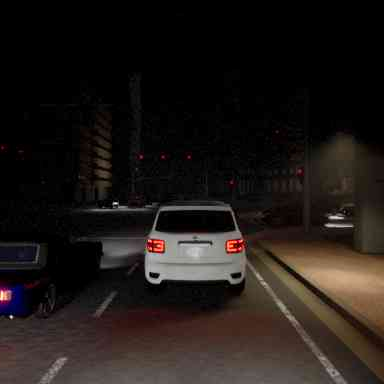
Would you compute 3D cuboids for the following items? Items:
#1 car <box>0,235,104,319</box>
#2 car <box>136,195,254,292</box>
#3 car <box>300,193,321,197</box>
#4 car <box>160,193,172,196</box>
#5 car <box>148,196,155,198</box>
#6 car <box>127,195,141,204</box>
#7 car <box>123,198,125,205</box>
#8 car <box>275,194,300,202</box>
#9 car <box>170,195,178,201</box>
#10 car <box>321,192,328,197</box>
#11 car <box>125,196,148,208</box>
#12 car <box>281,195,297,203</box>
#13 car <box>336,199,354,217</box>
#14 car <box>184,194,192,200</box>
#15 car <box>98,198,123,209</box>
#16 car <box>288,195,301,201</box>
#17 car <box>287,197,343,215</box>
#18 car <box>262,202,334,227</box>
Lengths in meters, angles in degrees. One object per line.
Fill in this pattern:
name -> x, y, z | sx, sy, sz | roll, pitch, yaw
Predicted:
car -> -3.419, 1.601, 7.304 | 1.895, 1.301, 4.718 | 0, 0, 1
car -> 0.094, 1.221, 9.055 | 2.150, 2.045, 5.566 | 0, 0, 1
car -> 16.136, 1.156, 47.027 | 1.905, 1.878, 3.866 | 0, 0, 0
car -> -4.241, 1.221, 55.520 | 2.150, 2.045, 5.566 | 0, 0, 0
car -> -7.935, 1.505, 57.032 | 1.837, 1.490, 4.892 | 0, 0, 0
car -> -11.420, 1.478, 65.740 | 1.882, 1.535, 5.008 | 0, 0, 0
car -> -11.432, 1.601, 55.254 | 1.895, 1.301, 4.718 | 0, 0, 0
car -> 13.242, 1.153, 47.078 | 1.932, 1.855, 4.605 | 0, 0, 0
car -> -4.473, 1.500, 84.408 | 1.837, 1.490, 4.892 | 0, 0, 0
car -> 30.159, 1.153, 79.658 | 1.932, 1.855, 4.605 | 0, 0, 0
car -> -7.906, 1.478, 47.761 | 1.882, 1.535, 5.008 | 0, 0, 0
car -> 18.826, 1.395, 64.496 | 1.970, 1.475, 3.806 | 0, 0, 0
car -> 15.453, 1.564, 29.314 | 4.181, 1.385, 1.994 | 0, 0, 1
car -> -0.979, 1.304, 85.781 | 1.882, 1.535, 5.008 | 0, 0, 0
car -> -11.401, 1.547, 45.662 | 2.033, 1.411, 5.357 | 0, 0, 0
car -> 24.580, 1.395, 79.603 | 1.970, 1.475, 3.806 | 0, 0, 0
car -> 12.298, 1.505, 32.849 | 4.892, 1.490, 1.837 | 0, 0, 0
car -> 6.809, 1.564, 22.182 | 4.181, 1.385, 1.994 | 0, 0, 0
